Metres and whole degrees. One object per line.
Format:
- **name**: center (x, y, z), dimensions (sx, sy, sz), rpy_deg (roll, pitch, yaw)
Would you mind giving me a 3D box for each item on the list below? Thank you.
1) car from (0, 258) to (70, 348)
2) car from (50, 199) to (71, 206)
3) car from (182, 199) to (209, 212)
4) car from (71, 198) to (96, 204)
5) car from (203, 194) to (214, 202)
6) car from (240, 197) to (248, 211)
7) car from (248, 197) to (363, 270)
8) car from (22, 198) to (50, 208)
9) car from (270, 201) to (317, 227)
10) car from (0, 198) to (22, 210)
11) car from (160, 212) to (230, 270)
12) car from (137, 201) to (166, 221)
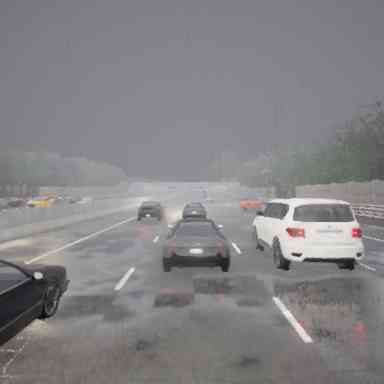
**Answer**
- **car**: center (-3.394, 1.548, 4.301), dimensions (2.033, 1.411, 5.357), rpy_deg (0, 0, 0)
- **car**: center (-17.313, 1.617, 45.835), dimensions (1.994, 1.385, 4.181), rpy_deg (0, 0, 1)
- **car**: center (0.208, 1.589, 28.090), dimensions (1.994, 1.385, 4.181), rpy_deg (0, 0, 0)
- **car**: center (-13.840, 1.575, 43.884), dimensions (1.812, 1.442, 4.674), rpy_deg (0, 0, 1)
- **car**: center (4.214, 1.679, 79.337), dimensions (1.895, 1.301, 4.718), rpy_deg (0, 0, 1)
- **car**: center (7.320, 1.400, 42.185), dimensions (2.097, 1.767, 4.553), rpy_deg (0, 0, 1)
- **car**: center (3.523, 1.225, 11.168), dimensions (2.150, 2.045, 5.566), rpy_deg (0, 0, 0)
- **car**: center (-20.812, 1.530, 45.785), dimensions (1.882, 1.535, 5.008), rpy_deg (0, 0, 1)
- **car**: center (7.161, 1.496, 24.076), dimensions (1.882, 1.535, 5.008), rpy_deg (0, 0, 1)
- **car**: center (-24.332, 1.543, 44.079), dimensions (2.128, 1.511, 4.902), rpy_deg (0, 0, 1)
- **car**: center (0.124, 1.567, 11.006), dimensions (1.994, 1.385, 4.181), rpy_deg (0, 0, 0)
- **car**: center (-3.296, 1.529, 27.487), dimensions (1.837, 1.490, 4.892), rpy_deg (0, 0, 0)
